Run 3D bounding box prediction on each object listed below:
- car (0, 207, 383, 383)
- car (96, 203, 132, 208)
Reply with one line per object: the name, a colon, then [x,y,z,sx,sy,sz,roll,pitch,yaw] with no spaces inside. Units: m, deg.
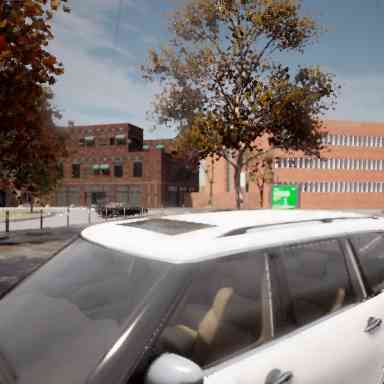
car: [-0.088,1.223,2.687,5.566,2.045,2.150,0,0,-37]
car: [-6.280,1.655,30.565,4.718,1.301,1.895,3,-1,-44]
